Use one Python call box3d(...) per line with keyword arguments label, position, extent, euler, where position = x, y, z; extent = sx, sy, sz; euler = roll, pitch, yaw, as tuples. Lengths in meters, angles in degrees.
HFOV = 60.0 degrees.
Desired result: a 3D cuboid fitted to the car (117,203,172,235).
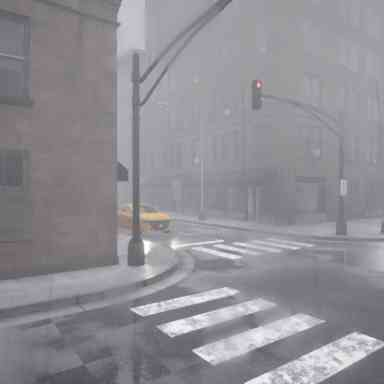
box3d(label="car", position=(-2.931, 1.381, 18.392), extent=(1.882, 1.535, 5.008), euler=(0, 0, -34))
